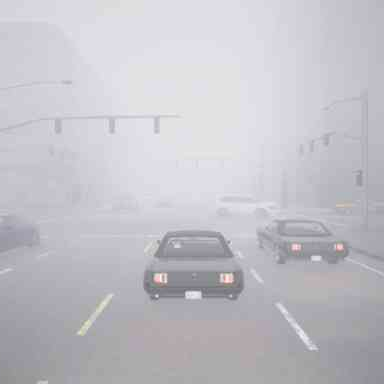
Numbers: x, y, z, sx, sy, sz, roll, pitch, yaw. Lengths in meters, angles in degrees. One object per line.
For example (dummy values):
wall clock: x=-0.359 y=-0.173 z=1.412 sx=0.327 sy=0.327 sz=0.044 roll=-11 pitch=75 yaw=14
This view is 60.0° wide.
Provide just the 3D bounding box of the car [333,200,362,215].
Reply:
car: x=17.213 y=1.523 z=34.309 sx=5.008 sy=1.535 sz=1.882 roll=0 pitch=0 yaw=0

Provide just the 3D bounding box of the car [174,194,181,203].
car: x=-3.839 y=1.529 z=66.336 sx=2.033 sy=1.411 sz=5.357 roll=0 pitch=0 yaw=1

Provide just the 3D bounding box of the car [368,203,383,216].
car: x=3.594 y=1.221 z=1.943 sx=2.150 sy=2.045 sz=5.566 roll=0 pitch=0 yaw=0

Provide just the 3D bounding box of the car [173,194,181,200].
car: x=-3.652 y=1.251 z=81.914 sx=1.837 sy=1.490 sz=4.892 roll=0 pitch=0 yaw=1

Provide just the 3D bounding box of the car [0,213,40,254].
car: x=-7.135 y=1.522 z=11.965 sx=1.812 sy=1.442 sz=4.674 roll=0 pitch=0 yaw=0

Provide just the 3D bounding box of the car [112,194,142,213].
car: x=-7.409 y=1.235 z=37.382 sx=2.150 sy=2.045 sz=5.566 roll=0 pitch=0 yaw=-1

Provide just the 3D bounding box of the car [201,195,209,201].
car: x=3.404 y=1.528 z=87.423 sx=1.994 sy=1.385 sz=4.181 roll=0 pitch=0 yaw=1

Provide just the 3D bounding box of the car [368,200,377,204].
car: x=19.275 y=1.538 z=30.806 sx=4.902 sy=1.511 sz=2.128 roll=0 pitch=0 yaw=0

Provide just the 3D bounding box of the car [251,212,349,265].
car: x=3.550 y=1.598 z=11.695 sx=1.895 sy=1.301 sz=4.718 roll=0 pitch=0 yaw=0

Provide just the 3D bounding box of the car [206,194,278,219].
car: x=4.427 y=1.241 z=28.296 sx=5.566 sy=2.045 sz=2.150 roll=0 pitch=1 yaw=25

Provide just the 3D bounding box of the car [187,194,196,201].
car: x=-0.097 y=1.331 z=87.295 sx=2.097 sy=1.767 sz=4.553 roll=0 pitch=0 yaw=1

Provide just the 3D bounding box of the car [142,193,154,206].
car: x=-7.498 y=1.208 z=56.385 sx=2.150 sy=2.045 sz=5.566 roll=0 pitch=0 yaw=1

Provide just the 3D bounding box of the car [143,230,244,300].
car: x=0.044 y=1.598 z=8.310 sx=1.895 sy=1.301 sz=4.718 roll=0 pitch=0 yaw=0

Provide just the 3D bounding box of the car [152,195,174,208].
car: x=-3.996 y=1.551 z=46.120 sx=1.994 sy=1.385 sz=4.181 roll=0 pitch=0 yaw=-1

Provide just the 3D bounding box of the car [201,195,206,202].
car: x=3.303 y=1.574 z=77.448 sx=1.895 sy=1.301 sz=4.718 roll=0 pitch=0 yaw=1

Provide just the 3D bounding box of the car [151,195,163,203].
car: x=-7.284 y=1.483 z=69.055 sx=1.837 sy=1.490 sz=4.892 roll=0 pitch=0 yaw=1
